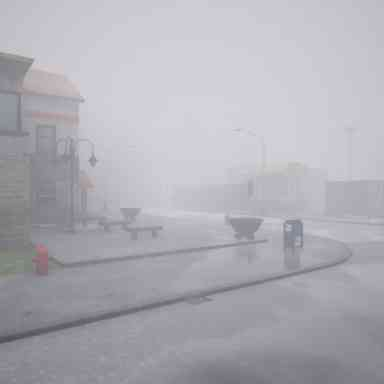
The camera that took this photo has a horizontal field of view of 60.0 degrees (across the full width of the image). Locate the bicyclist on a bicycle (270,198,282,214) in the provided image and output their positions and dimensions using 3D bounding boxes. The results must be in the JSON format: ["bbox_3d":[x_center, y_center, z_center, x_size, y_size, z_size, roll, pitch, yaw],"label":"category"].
[{"bbox_3d":[8.091,1.349,32.036,1.656,1.620,0.582,0,0,-35],"label":"bicyclist on a bicycle"}]
